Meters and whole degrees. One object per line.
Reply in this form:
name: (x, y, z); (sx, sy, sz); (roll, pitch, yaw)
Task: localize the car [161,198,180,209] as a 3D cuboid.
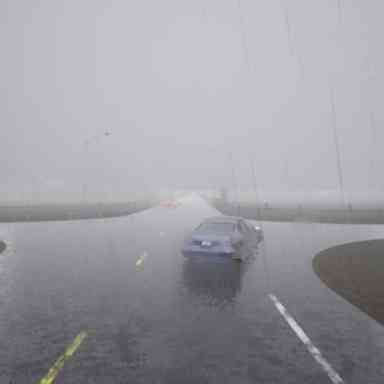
car: (-3.346, 1.624, 49.307); (2.097, 1.767, 4.553); (0, 0, 1)

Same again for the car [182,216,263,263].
car: (1.336, 1.625, 12.463); (2.033, 1.411, 5.357); (0, 0, 21)
